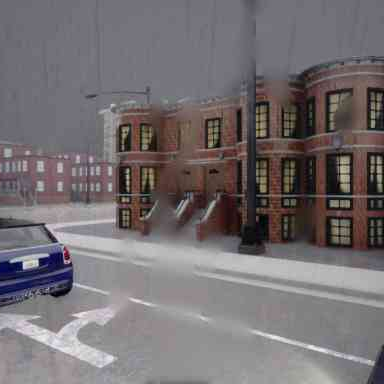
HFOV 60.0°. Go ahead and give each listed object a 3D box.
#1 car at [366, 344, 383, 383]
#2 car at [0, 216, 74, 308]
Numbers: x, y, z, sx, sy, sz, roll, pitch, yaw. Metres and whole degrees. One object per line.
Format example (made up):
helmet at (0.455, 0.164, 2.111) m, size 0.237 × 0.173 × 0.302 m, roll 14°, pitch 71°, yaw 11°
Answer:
car at (3.662, 1.547, 1.376) m, size 5.357 × 1.411 × 2.033 m, roll 0°, pitch 0°, yaw 36°
car at (-4.716, 1.352, 7.355) m, size 4.553 × 1.767 × 2.097 m, roll 0°, pitch 0°, yaw 35°
